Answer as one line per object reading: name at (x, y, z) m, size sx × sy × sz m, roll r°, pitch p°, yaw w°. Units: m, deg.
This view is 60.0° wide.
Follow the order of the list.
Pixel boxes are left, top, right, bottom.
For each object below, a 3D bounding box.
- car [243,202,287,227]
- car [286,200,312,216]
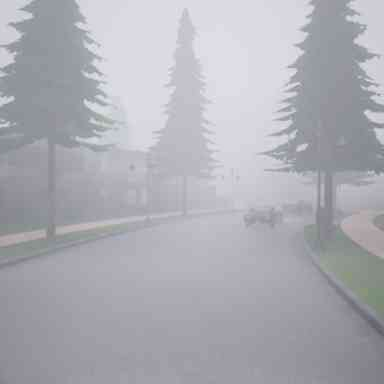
car at (4.974, 1.590, 22.579) m, size 1.895 × 1.301 × 4.718 m, roll 0°, pitch 0°, yaw 24°
car at (10.261, 1.484, 32.447) m, size 1.882 × 1.535 × 5.008 m, roll 0°, pitch 0°, yaw 34°
